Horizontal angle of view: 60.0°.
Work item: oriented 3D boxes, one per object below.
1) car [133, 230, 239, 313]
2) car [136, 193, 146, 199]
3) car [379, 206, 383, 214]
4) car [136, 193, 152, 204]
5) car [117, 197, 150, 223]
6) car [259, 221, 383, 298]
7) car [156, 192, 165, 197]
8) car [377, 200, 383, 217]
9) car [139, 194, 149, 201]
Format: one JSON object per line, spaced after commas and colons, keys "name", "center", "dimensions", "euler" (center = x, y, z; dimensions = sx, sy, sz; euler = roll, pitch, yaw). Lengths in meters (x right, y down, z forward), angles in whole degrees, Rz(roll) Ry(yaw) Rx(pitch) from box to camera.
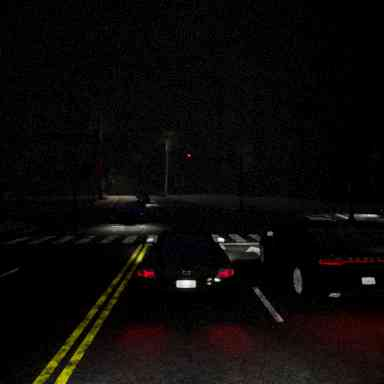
{"name": "car", "center": [-0.149, 1.563, 7.774], "dimensions": [1.994, 1.385, 4.181], "euler": [0, 0, -1]}
{"name": "car", "center": [-12.306, 0.869, 79.962], "dimensions": [1.994, 1.385, 4.181], "euler": [0, 1, -12]}
{"name": "car", "center": [18.338, 1.417, 26.878], "dimensions": [5.008, 1.535, 1.882], "euler": [0, 0, 12]}
{"name": "car", "center": [-7.682, 1.159, 53.997], "dimensions": [1.837, 1.490, 4.892], "euler": [0, 1, -8]}
{"name": "car", "center": [-4.485, 1.436, 25.450], "dimensions": [1.882, 1.535, 5.008], "euler": [0, 0, -4]}
{"name": "car", "center": [3.128, 1.476, 8.571], "dimensions": [1.882, 1.535, 5.008], "euler": [0, 0, -3]}
{"name": "car", "center": [-8.909, 0.664, 93.963], "dimensions": [2.128, 1.511, 4.902], "euler": [0, 1, -14]}
{"name": "car", "center": [19.289, 1.490, 29.999], "dimensions": [4.181, 1.385, 1.994], "euler": [0, 0, 13]}
{"name": "car", "center": [-9.861, 1.043, 67.802], "dimensions": [1.994, 1.385, 4.181], "euler": [0, 1, -10]}
